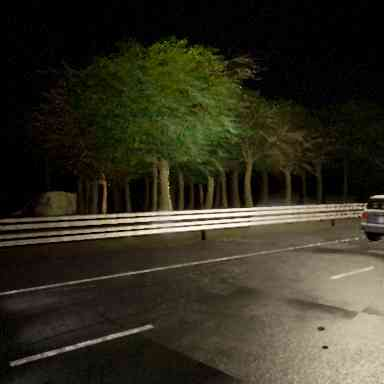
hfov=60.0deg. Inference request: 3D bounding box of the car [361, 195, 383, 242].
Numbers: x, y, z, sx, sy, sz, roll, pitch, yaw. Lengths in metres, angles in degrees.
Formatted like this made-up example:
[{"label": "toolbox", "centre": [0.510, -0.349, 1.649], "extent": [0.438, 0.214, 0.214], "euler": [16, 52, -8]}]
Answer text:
[{"label": "car", "centre": [9.758, 1.154, 14.693], "extent": [5.566, 2.045, 2.150], "euler": [0, 0, -34]}]
